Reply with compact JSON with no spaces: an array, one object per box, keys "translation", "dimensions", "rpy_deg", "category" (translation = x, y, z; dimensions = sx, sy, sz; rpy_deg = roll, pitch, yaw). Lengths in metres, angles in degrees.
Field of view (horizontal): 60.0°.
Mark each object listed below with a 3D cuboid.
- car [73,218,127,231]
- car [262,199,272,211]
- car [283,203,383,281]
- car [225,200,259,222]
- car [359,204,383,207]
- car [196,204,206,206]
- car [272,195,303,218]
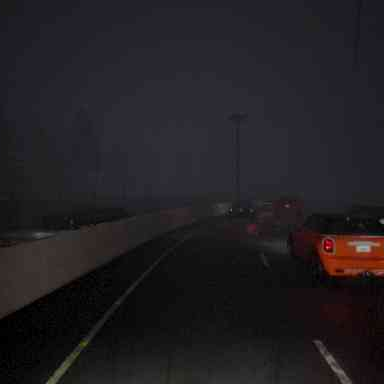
[{"translation":[-5.119,1.552,19.134],"dimensions":[1.837,1.490,4.892],"rpy_deg":[0,0,11],"category":"car"},{"translation":[10.252,1.633,42.600],"dimensions":[1.837,1.490,4.892],"rpy_deg":[0,-1,25],"category":"car"},{"translation":[4.314,1.386,10.052],"dimensions":[2.097,1.767,4.553],"rpy_deg":[0,0,6],"category":"car"},{"translation":[4.387,1.436,27.685],"dimensions":[2.097,1.767,4.553],"rpy_deg":[0,0,16],"category":"car"},{"translation":[8.941,1.411,17.150],"dimensions":[2.097,1.767,4.553],"rpy_deg":[0,0,11],"category":"car"},{"translation":[0.560,1.505,55.166],"dimensions":[2.097,1.767,4.553],"rpy_deg":[0,0,27],"category":"car"},{"translation":[9.075,1.319,30.974],"dimensions":[2.150,2.045,5.566],"rpy_deg":[0,0,20],"category":"car"}]
